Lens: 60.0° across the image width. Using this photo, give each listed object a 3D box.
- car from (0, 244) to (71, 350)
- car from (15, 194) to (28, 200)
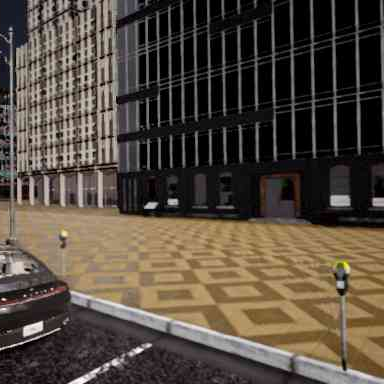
[{"bbox_3d":[-3.855,1.564,5.636,4.403,1.369,2.008,0,-1,36],"label":"car"},{"bbox_3d":[-40.154,1.224,78.974,1.967,1.590,4.097,-1,0,36],"label":"car"}]
